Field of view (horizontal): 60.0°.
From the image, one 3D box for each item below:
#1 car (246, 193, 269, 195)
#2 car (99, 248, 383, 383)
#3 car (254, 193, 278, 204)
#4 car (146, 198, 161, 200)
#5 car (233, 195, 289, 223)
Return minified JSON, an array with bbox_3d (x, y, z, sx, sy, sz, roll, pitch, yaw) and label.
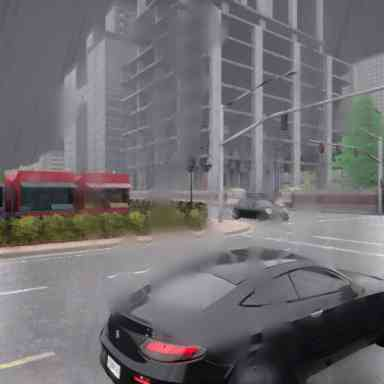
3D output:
[{"bbox_3d":[10.824,1.114,57.652,1.905,1.878,3.866,0,0,-36],"label":"car"},{"bbox_3d":[1.114,1.526,4.580,4.674,1.442,1.812,0,0,-35],"label":"car"},{"bbox_3d":[13.213,1.114,59.368,1.905,1.878,3.866,0,0,-36],"label":"car"},{"bbox_3d":[-4.413,1.422,38.342,1.882,1.535,5.008,0,0,-36],"label":"car"},{"bbox_3d":[5.041,1.296,24.723,2.097,1.767,4.553,0,0,-29],"label":"car"}]
